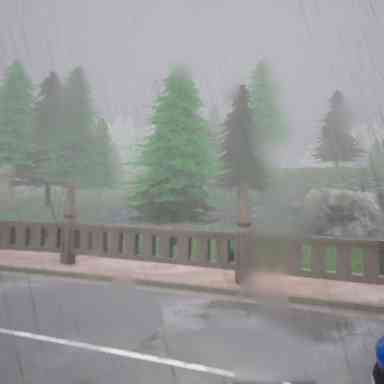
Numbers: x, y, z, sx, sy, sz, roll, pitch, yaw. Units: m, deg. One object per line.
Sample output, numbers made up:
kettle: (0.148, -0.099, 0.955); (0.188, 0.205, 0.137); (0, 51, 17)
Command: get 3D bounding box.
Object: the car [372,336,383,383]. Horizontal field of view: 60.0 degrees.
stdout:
car: (4.153, 1.713, 2.434); (5.008, 1.535, 1.882); (1, -3, 22)
